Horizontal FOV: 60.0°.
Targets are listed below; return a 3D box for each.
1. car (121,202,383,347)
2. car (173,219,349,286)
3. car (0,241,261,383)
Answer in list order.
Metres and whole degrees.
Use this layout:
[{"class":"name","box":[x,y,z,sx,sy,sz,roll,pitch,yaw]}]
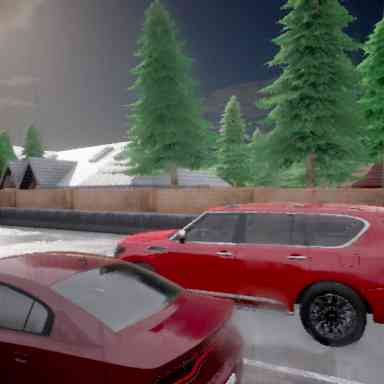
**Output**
[{"class":"car","box":[1.044,1.222,6.365,5.566,2.045,2.150,0,0,24]},{"class":"car","box":[1.978,1.599,9.771,4.718,1.301,1.895,0,0,24]},{"class":"car","box":[-1.926,1.476,3.891,5.008,1.535,1.882,0,0,25]}]
